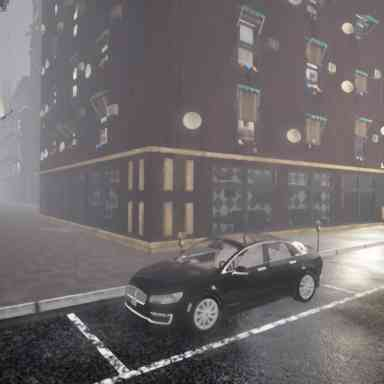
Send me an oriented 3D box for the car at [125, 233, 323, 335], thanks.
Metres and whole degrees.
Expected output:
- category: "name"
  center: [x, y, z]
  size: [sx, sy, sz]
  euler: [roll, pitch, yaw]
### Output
- category: "car"
  center: [0.840, 1.551, 6.650]
  size: [4.403, 1.369, 2.008]
  euler: [0, 1, -36]
